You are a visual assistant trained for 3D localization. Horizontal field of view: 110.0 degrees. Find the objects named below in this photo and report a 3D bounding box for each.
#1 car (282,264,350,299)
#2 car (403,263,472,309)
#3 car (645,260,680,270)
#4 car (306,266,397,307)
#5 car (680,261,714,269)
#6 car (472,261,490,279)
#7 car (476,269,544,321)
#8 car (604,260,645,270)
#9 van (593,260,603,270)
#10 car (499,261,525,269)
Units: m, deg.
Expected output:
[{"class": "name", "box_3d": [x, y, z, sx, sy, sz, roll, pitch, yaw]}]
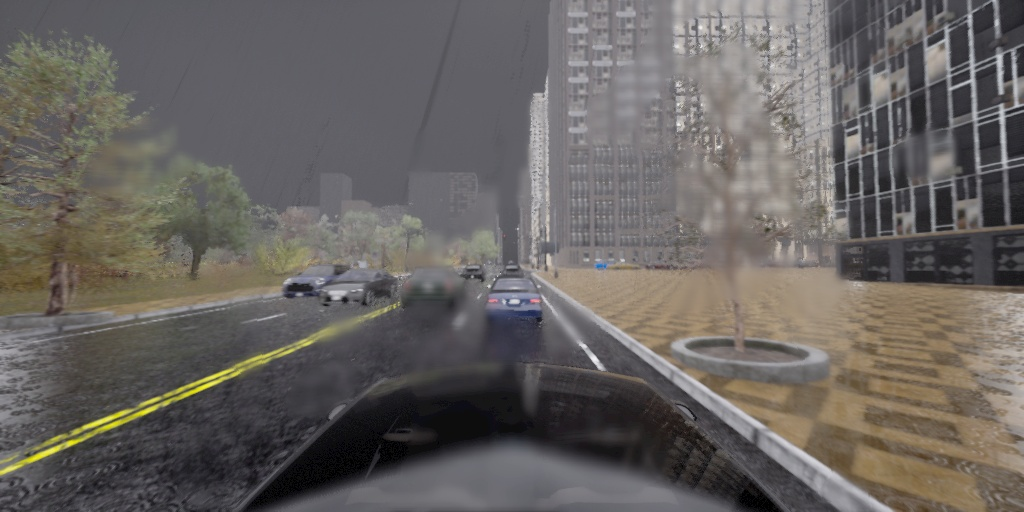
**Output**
[{"class": "car", "box_3d": [-9.877, 1.220, 18.901, 2.097, 1.767, 4.553, 0, 0, 0]}, {"class": "car", "box_3d": [-3.178, 1.192, 15.744, 2.097, 1.767, 4.553, 0, 0, 0]}, {"class": "car", "box_3d": [21.648, 1.308, 52.371, 4.097, 1.591, 1.967, 0, 0, -1]}, {"class": "car", "box_3d": [-6.622, 1.338, 15.979, 2.128, 1.511, 4.902, 0, 0, 0]}, {"class": "car", "box_3d": [27.232, 1.419, 52.451, 4.207, 1.307, 1.802, 0, 0, -1]}, {"class": "car", "box_3d": [-3.205, 1.453, 31.413, 1.837, 1.490, 4.892, 0, 0, 0]}, {"class": "car", "box_3d": [0.078, 1.365, 12.702, 2.033, 1.411, 5.357, 0, 0, 0]}, {"class": "car", "box_3d": [16.234, 1.427, 52.295, 4.829, 1.417, 1.751, 0, 0, -1]}, {"class": "van", "box_3d": [15.839, 1.540, 60.310, 3.998, 1.789, 1.690, 0, 0, -1]}, {"class": "car", "box_3d": [0.045, 1.450, 31.415, 1.837, 1.490, 4.892, 0, 0, 0]}]
